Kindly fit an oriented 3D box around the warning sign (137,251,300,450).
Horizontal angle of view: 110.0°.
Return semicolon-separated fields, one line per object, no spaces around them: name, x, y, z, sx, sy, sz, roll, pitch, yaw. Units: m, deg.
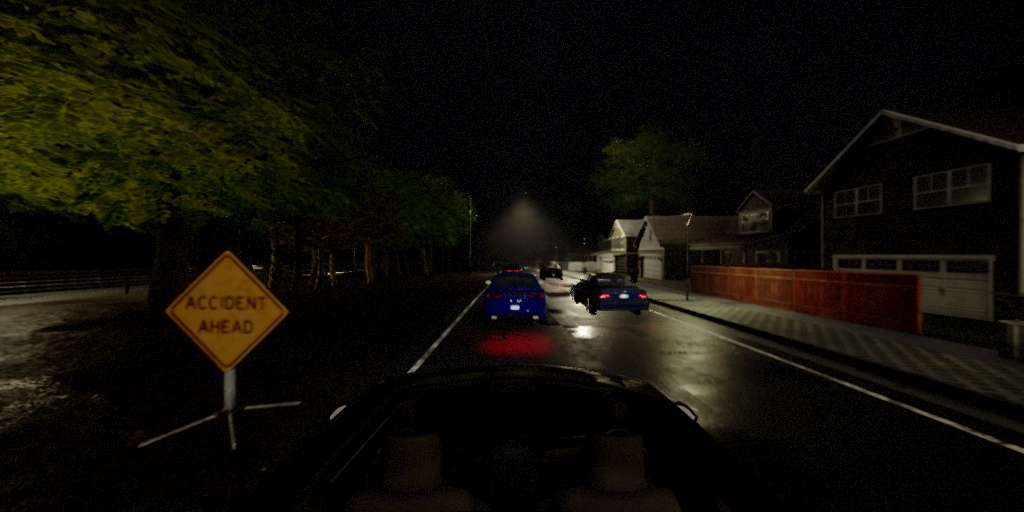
warning sign;-3.049;0.871;3.872;1.300;1.860;1.060;0;0;0

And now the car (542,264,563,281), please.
car;3.622;1.484;33.815;2.128;1.511;4.902;0;-1;0

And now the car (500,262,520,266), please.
car;0.122;1.499;33.932;1.837;1.490;4.892;0;-1;0

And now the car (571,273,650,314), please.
car;3.606;1.365;14.017;2.033;1.411;5.357;0;0;0

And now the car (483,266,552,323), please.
car;0.093;1.284;12.433;1.882;1.535;5.008;0;0;0
